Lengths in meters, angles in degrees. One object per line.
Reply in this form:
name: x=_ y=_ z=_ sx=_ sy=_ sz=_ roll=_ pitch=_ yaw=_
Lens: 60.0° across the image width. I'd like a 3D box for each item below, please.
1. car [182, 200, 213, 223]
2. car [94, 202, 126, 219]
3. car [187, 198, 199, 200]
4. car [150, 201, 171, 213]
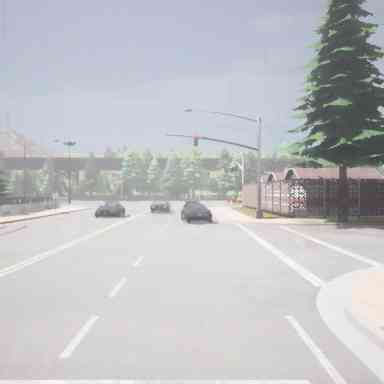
car: x=0.324 y=1.563 z=25.578 sx=1.994 sy=1.385 sz=4.181 roll=0 pitch=0 yaw=-7
car: x=-7.066 y=1.563 z=29.019 sx=1.994 sy=1.385 sz=4.181 roll=0 pitch=0 yaw=0
car: x=0.150 y=1.491 z=40.047 sx=2.128 sy=1.511 sz=4.902 roll=0 pitch=0 yaw=1
car: x=-3.370 y=1.600 z=36.467 sx=1.895 sy=1.301 sz=4.718 roll=0 pitch=0 yaw=0
